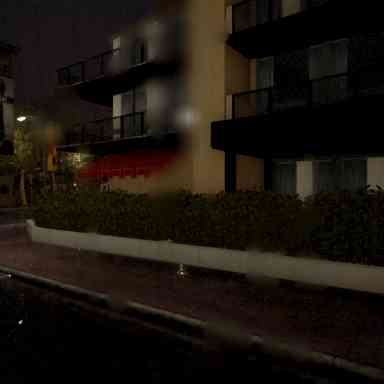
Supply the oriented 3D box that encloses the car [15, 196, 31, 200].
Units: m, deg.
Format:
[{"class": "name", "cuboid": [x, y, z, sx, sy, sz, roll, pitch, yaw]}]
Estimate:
[{"class": "car", "cuboid": [-35.696, 1.481, 67.692, 4.892, 1.521, 2.231, 0, 0, 36]}]
